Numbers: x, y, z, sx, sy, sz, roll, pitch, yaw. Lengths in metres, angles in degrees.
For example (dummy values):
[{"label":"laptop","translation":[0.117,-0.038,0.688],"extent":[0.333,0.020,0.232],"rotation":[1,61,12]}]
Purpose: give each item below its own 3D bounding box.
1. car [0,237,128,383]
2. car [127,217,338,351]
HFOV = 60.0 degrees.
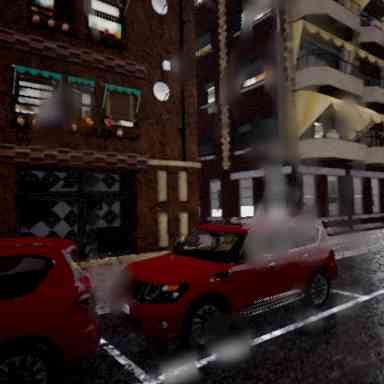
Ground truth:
[{"label":"car","translation":[-3.507,1.557,3.509],"extent":[5.009,1.841,2.192],"rotation":[-1,-2,-36]},{"label":"car","translation":[0.961,1.514,6.800],"extent":[5.009,1.841,2.192],"rotation":[-1,-2,-36]}]
